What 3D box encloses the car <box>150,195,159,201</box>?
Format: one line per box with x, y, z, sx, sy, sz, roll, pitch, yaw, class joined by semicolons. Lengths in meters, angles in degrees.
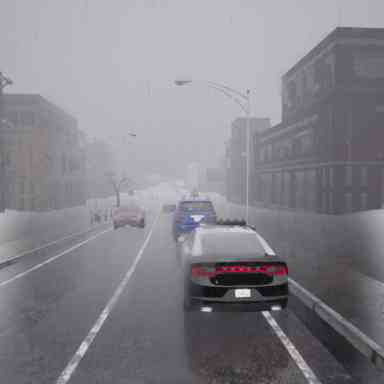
-8.580;1.357;76.273;2.128;1.511;4.902;0;2;-5;car

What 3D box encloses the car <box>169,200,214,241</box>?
0.048;1.435;17.985;2.150;2.045;5.566;0;-1;-5;car

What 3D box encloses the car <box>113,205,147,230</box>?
-4.500;1.766;24.621;2.097;1.767;4.553;0;-2;-5;car

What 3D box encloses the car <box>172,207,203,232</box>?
-0.432;1.853;23.954;1.882;1.535;5.008;0;-2;-5;car

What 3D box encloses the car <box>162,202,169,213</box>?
-3.145;2.130;46.738;1.882;1.535;5.008;0;0;-4;car

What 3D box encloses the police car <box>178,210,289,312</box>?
0.708;1.464;7.981;1.930;1.638;5.238;0;-1;-3;police car
